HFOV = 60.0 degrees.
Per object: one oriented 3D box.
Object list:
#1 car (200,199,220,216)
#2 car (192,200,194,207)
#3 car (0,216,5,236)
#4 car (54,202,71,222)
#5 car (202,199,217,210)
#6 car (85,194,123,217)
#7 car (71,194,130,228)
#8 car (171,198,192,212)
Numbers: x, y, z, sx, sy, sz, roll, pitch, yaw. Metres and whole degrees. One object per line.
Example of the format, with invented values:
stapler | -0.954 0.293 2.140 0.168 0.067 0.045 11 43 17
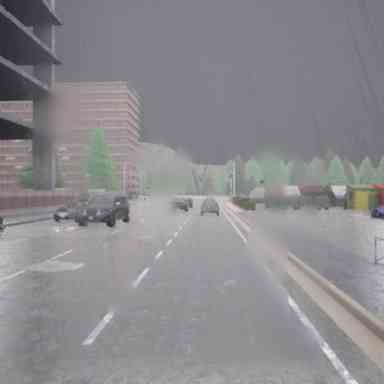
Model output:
car | 1.827 1.607 33.976 2.033 1.411 5.357 0 0 3
car | -0.844 1.579 49.765 2.128 1.511 4.902 0 0 3
car | -9.950 1.516 13.936 2.128 1.511 4.902 0 0 3
car | -9.192 1.538 26.462 2.128 1.511 4.902 0 0 3
car | 2.428 1.644 45.362 1.994 1.385 4.181 0 0 3
car | -8.840 1.280 33.983 2.150 2.045 5.566 0 0 3
car | -5.946 1.264 23.164 2.150 2.045 5.566 0 0 5
car | -1.393 1.574 39.391 1.837 1.490 4.892 0 0 3
